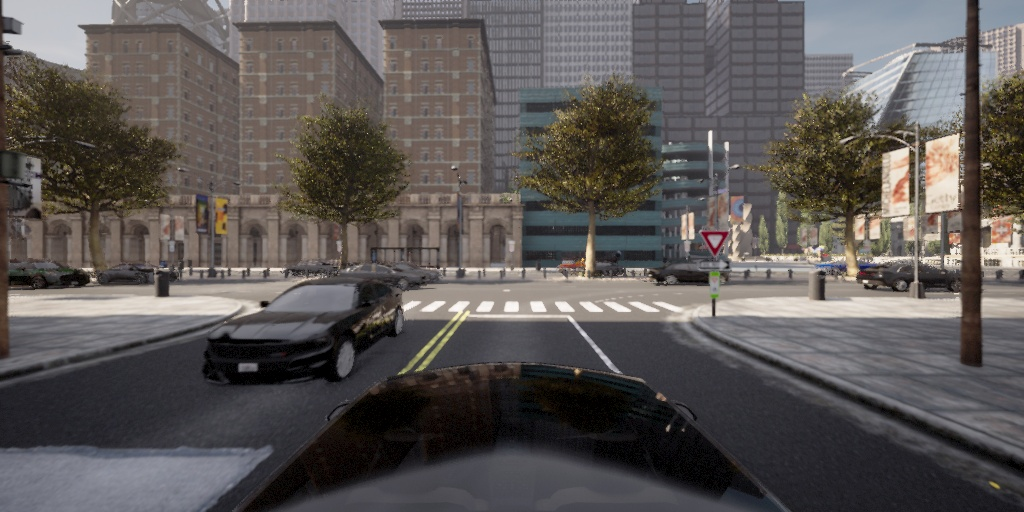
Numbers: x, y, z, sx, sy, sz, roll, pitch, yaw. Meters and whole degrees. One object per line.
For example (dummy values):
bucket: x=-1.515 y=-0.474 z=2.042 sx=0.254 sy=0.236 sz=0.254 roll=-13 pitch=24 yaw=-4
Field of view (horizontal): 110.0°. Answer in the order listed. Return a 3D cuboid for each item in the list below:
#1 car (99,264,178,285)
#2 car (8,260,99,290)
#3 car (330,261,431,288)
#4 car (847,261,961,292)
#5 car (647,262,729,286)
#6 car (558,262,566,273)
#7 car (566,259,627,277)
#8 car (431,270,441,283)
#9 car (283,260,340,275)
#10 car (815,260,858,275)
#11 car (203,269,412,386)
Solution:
car: x=-25.756 y=1.220 z=24.762 sx=4.181 sy=1.385 sz=1.994 roll=0 pitch=0 yaw=1
car: x=-28.175 y=1.022 z=21.323 sx=4.553 sy=1.767 sz=2.097 roll=0 pitch=0 yaw=2
car: x=-7.514 y=1.179 z=20.786 sx=4.892 sy=1.490 sz=1.837 roll=0 pitch=0 yaw=1
car: x=22.222 y=1.185 z=20.018 sx=4.892 sy=1.490 sz=1.837 roll=0 pitch=0 yaw=2
car: x=11.649 y=1.141 z=23.789 sx=5.008 sy=1.535 sz=1.882 roll=0 pitch=0 yaw=1
car: x=7.089 y=1.094 z=35.608 sx=5.008 sy=1.535 sz=1.882 roll=0 pitch=0 yaw=2
car: x=7.513 y=1.156 z=32.086 sx=4.674 sy=1.442 sz=1.812 roll=0 pitch=0 yaw=1
car: x=-7.206 y=1.186 z=24.279 sx=4.674 sy=1.442 sz=1.812 roll=0 pitch=0 yaw=1
car: x=-18.296 y=1.117 z=32.771 sx=4.902 sy=1.511 sz=2.128 roll=0 pitch=0 yaw=1
car: x=32.416 y=1.099 z=34.914 sx=5.008 sy=1.535 sz=1.882 roll=0 pitch=0 yaw=2
car: x=-3.636 y=1.205 z=7.293 sx=1.882 sy=1.535 sz=5.008 roll=0 pitch=0 yaw=-2
